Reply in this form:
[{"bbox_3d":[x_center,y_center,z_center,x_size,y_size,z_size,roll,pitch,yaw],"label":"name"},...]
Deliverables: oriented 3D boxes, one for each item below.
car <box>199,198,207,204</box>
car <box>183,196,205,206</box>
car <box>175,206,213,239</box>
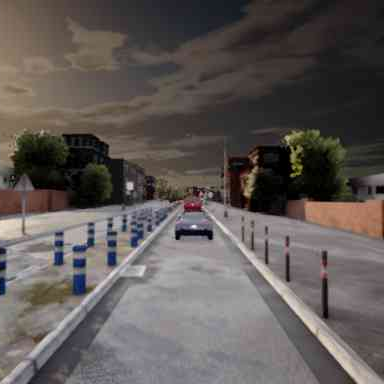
[{"bbox_3d":[3.010,2.511,93.028,2.231,1.521,4.892,0,-1,0],"label":"car"},{"bbox_3d":[0.106,1.605,41.842,2.150,2.045,5.566,0,-1,0],"label":"car"},{"bbox_3d":[0.102,1.690,18.308,1.994,1.385,4.181,0,-1,0],"label":"car"}]
